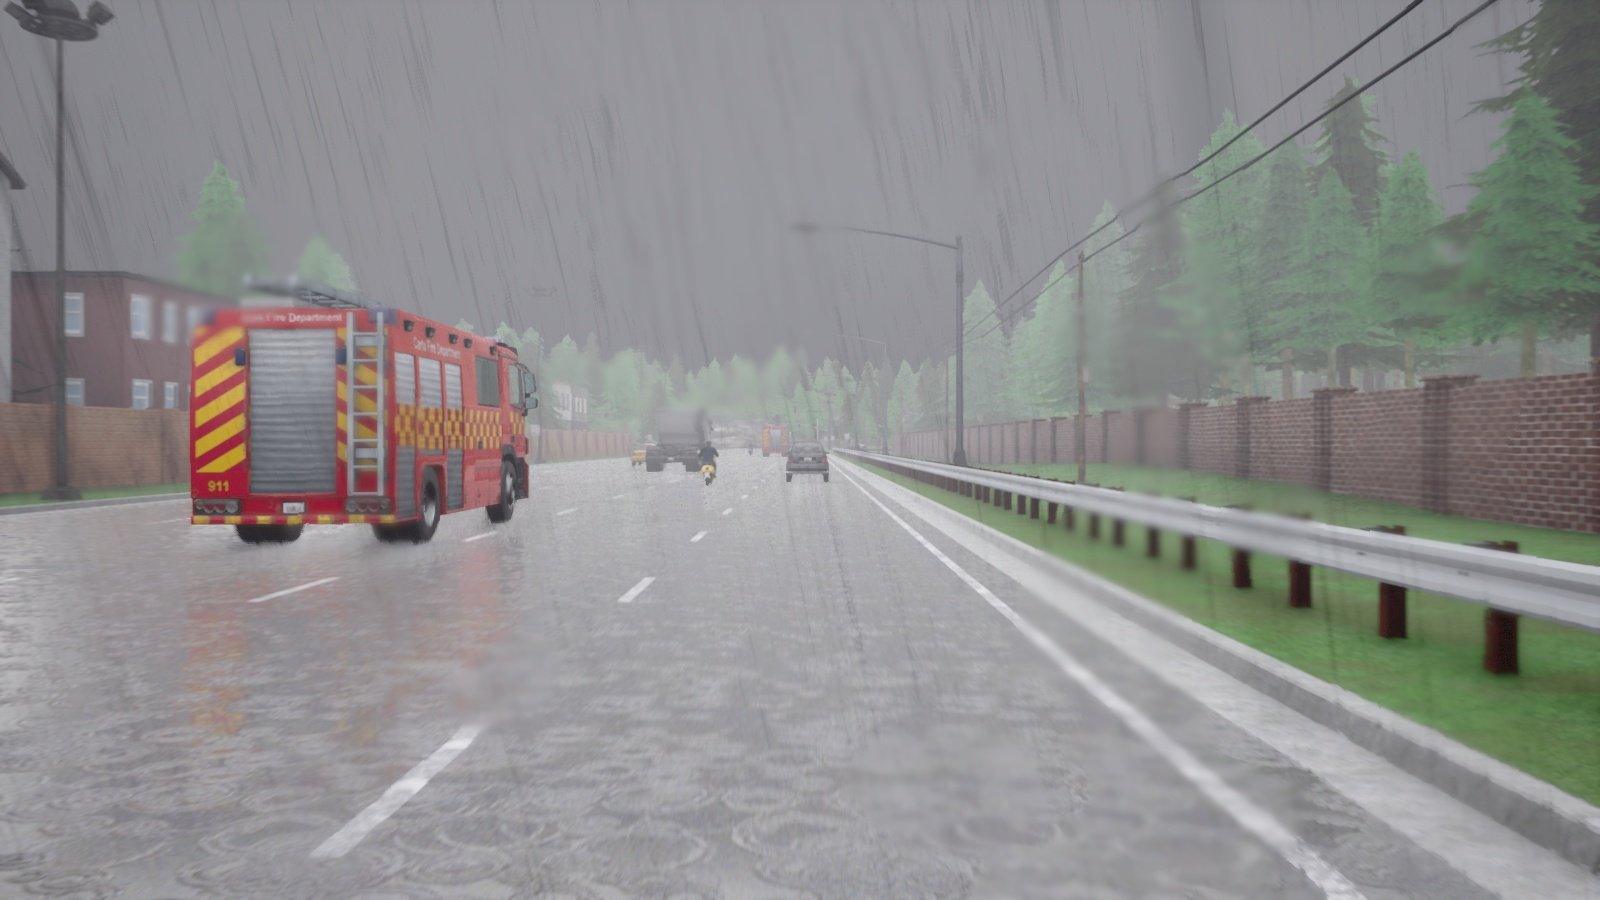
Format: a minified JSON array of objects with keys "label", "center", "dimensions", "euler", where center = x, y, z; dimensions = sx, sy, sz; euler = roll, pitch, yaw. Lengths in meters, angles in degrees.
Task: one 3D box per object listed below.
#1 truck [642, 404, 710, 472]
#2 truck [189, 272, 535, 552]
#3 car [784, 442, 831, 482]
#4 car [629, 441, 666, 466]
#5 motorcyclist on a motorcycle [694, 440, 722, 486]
[{"label":"truck","center":[-6.598,-0.620,68.004],"dimensions":[2.891,3.462,7.936],"euler":[0,0,0]},{"label":"truck","center":[-6.863,-0.543,21.359],"dimensions":[2.891,3.827,8.468],"euler":[0,0,0]},{"label":"car","center":[0.300,0.445,50.237],"dimensions":[1.789,1.549,3.705],"euler":[0,0,0]},{"label":"car","center":[-10.015,0.216,82.784],"dimensions":[1.801,1.575,5.366],"euler":[0,0,0]},{"label":"motorcyclist on a motorcycle","center":[-3.234,0.450,44.296],"dimensions":[0.866,1.590,1.817],"euler":[0,0,0]}]
